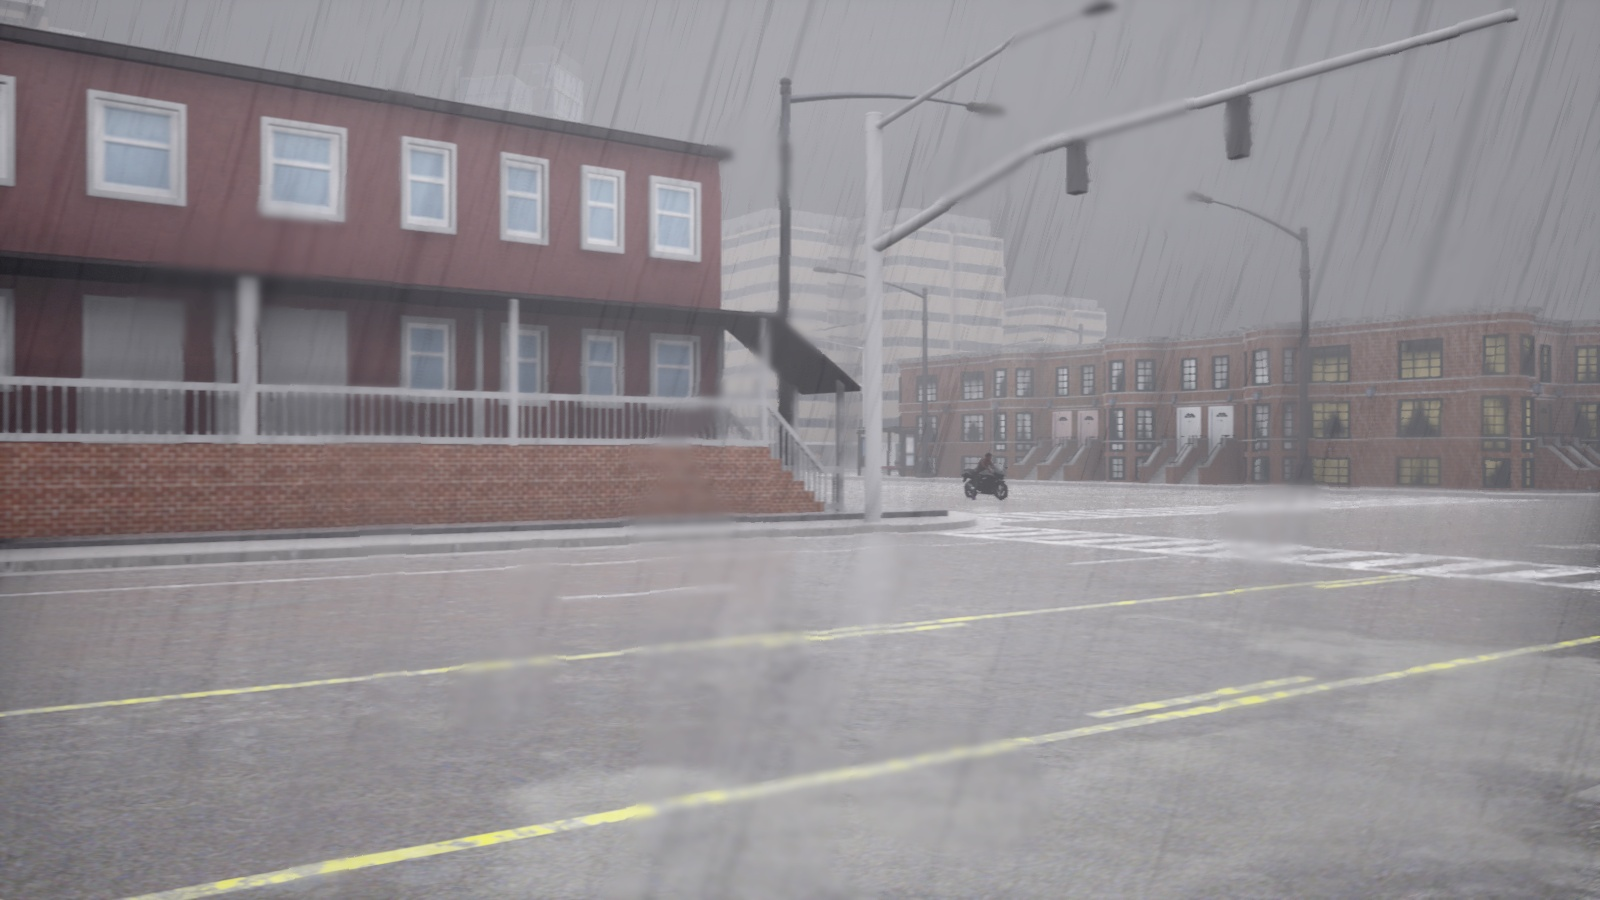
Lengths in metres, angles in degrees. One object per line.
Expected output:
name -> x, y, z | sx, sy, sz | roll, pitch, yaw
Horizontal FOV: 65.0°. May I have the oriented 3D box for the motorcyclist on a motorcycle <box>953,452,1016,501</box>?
motorcyclist on a motorcycle -> 5.887, 0.813, 40.108 | 0.797, 1.523, 2.044 | 0, 0, -35
